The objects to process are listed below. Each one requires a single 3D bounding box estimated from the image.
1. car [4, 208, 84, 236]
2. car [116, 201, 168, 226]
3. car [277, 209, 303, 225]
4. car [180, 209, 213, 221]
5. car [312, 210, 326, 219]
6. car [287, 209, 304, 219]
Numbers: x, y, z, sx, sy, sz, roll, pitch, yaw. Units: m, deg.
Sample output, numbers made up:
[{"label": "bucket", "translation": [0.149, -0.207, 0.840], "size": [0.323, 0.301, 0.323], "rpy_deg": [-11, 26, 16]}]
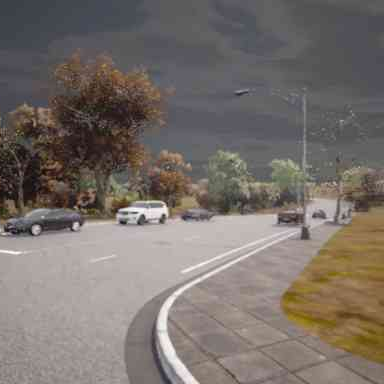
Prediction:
[{"label": "car", "translation": [-8.745, 1.732, 20.150], "size": [1.837, 1.490, 4.892], "rpy_deg": [0, -1, 27]}, {"label": "car", "translation": [-4.195, 1.788, 29.099], "size": [2.150, 2.045, 5.566], "rpy_deg": [0, -3, 27]}, {"label": "car", "translation": [9.892, 2.472, 33.188], "size": [1.882, 1.535, 5.008], "rpy_deg": [0, -3, 27]}, {"label": "car", "translation": [0.642, 2.634, 38.552], "size": [2.033, 1.411, 5.357], "rpy_deg": [0, -3, 27]}, {"label": "car", "translation": [20.832, 3.727, 54.676], "size": [1.812, 1.442, 4.674], "rpy_deg": [0, -3, 27]}, {"label": "car", "translation": [17.271, 3.650, 55.396], "size": [1.882, 1.535, 5.008], "rpy_deg": [0, -3, 27]}]
